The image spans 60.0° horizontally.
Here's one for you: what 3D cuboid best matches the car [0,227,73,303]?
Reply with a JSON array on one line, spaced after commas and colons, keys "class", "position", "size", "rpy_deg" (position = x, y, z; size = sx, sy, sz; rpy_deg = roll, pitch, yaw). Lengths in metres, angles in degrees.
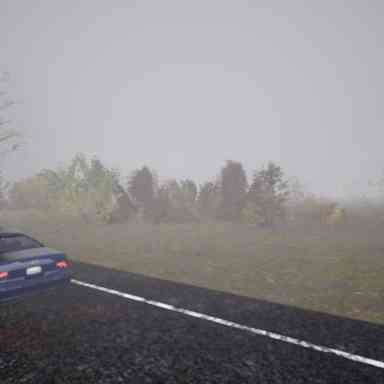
[{"class": "car", "position": [-5.032, 1.551, 7.882], "size": [5.357, 1.411, 2.033], "rpy_deg": [0, 0, 37]}]
